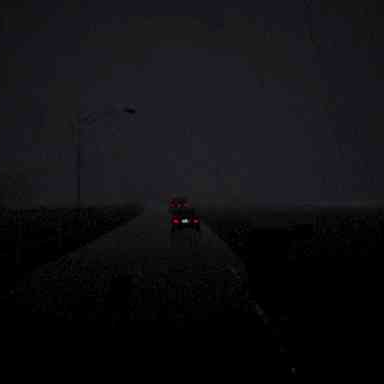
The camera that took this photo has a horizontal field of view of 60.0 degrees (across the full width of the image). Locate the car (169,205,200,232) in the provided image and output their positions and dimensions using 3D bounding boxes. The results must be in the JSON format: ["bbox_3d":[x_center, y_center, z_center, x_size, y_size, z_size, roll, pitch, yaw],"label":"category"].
[{"bbox_3d":[-0.465,1.798,22.113,2.033,1.411,5.357,0,-1,-3],"label":"car"}]

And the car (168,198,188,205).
[{"bbox_3d":[-1.681,1.701,40.721,2.150,2.045,5.566,0,-1,-5],"label":"car"}]
